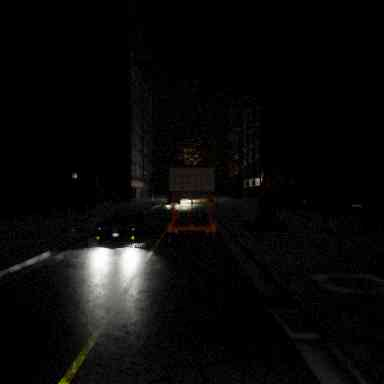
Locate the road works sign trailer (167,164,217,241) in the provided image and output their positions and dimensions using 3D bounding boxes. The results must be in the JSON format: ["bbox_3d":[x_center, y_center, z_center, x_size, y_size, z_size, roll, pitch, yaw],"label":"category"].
[{"bbox_3d":[-0.001,0.437,16.525,2.380,3.560,2.880,0,0,0],"label":"road works sign trailer"}]

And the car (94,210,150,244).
[{"bbox_3d":[-3.103,1.538,15.449,1.994,1.385,4.181,0,0,0],"label":"car"}]

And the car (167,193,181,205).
[{"bbox_3d":[-3.061,1.126,56.542,2.150,2.045,5.566,0,0,1],"label":"car"}]
